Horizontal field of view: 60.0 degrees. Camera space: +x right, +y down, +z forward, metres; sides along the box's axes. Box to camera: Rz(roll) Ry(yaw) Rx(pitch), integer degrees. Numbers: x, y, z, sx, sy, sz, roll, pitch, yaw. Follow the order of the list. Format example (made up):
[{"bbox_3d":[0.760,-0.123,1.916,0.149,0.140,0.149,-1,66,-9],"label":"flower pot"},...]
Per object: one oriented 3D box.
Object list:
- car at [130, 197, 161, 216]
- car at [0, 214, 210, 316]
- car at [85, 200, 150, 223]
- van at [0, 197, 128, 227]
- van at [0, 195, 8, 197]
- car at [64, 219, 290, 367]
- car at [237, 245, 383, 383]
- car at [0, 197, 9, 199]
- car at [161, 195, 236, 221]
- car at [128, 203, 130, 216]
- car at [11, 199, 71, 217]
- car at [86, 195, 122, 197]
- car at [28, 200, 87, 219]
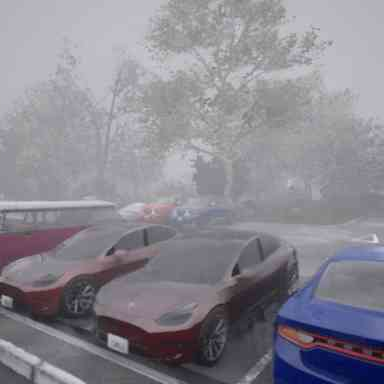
[{"bbox_3d":[-1.296,1.242,23.432,2.435,2.045,5.566,0,0,35],"label":"car"},{"bbox_3d":[-1.835,1.511,7.769,2.163,1.488,4.792,0,0,35],"label":"car"},{"bbox_3d":[-5.821,1.506,26.677,2.097,1.535,5.008,0,0,35],"label":"car"},{"bbox_3d":[-4.171,1.259,9.321,1.878,1.987,4.442,0,0,35],"label":"van"},{"bbox_3d":[-23.911,1.373,39.689,1.878,1.987,4.442,0,0,35],"label":"van"},{"bbox_3d":[0.449,1.507,6.144,2.163,1.488,4.792,0,0,35],"label":"car"},{"bbox_3d":[2.748,1.474,4.540,2.097,1.535,5.008,0,0,35],"label":"car"},{"bbox_3d":[-17.276,1.559,34.598,1.946,1.575,5.366,0,0,35],"label":"car"},{"bbox_3d":[0.874,1.238,21.890,2.435,2.045,5.566,0,0,35],"label":"car"},{"bbox_3d":[-3.650,1.539,25.137,2.002,1.452,4.674,0,0,35],"label":"car"},{"bbox_3d":[-14.901,1.550,33.130,2.097,1.535,5.008,0,0,35],"label":"car"},{"bbox_3d":[-8.106,1.263,28.273,2.435,2.045,5.566,0,0,35],"label":"car"},{"bbox_3d":[-12.644,1.567,31.497,2.163,1.488,4.792,0,0,35],"label":"car"}]
